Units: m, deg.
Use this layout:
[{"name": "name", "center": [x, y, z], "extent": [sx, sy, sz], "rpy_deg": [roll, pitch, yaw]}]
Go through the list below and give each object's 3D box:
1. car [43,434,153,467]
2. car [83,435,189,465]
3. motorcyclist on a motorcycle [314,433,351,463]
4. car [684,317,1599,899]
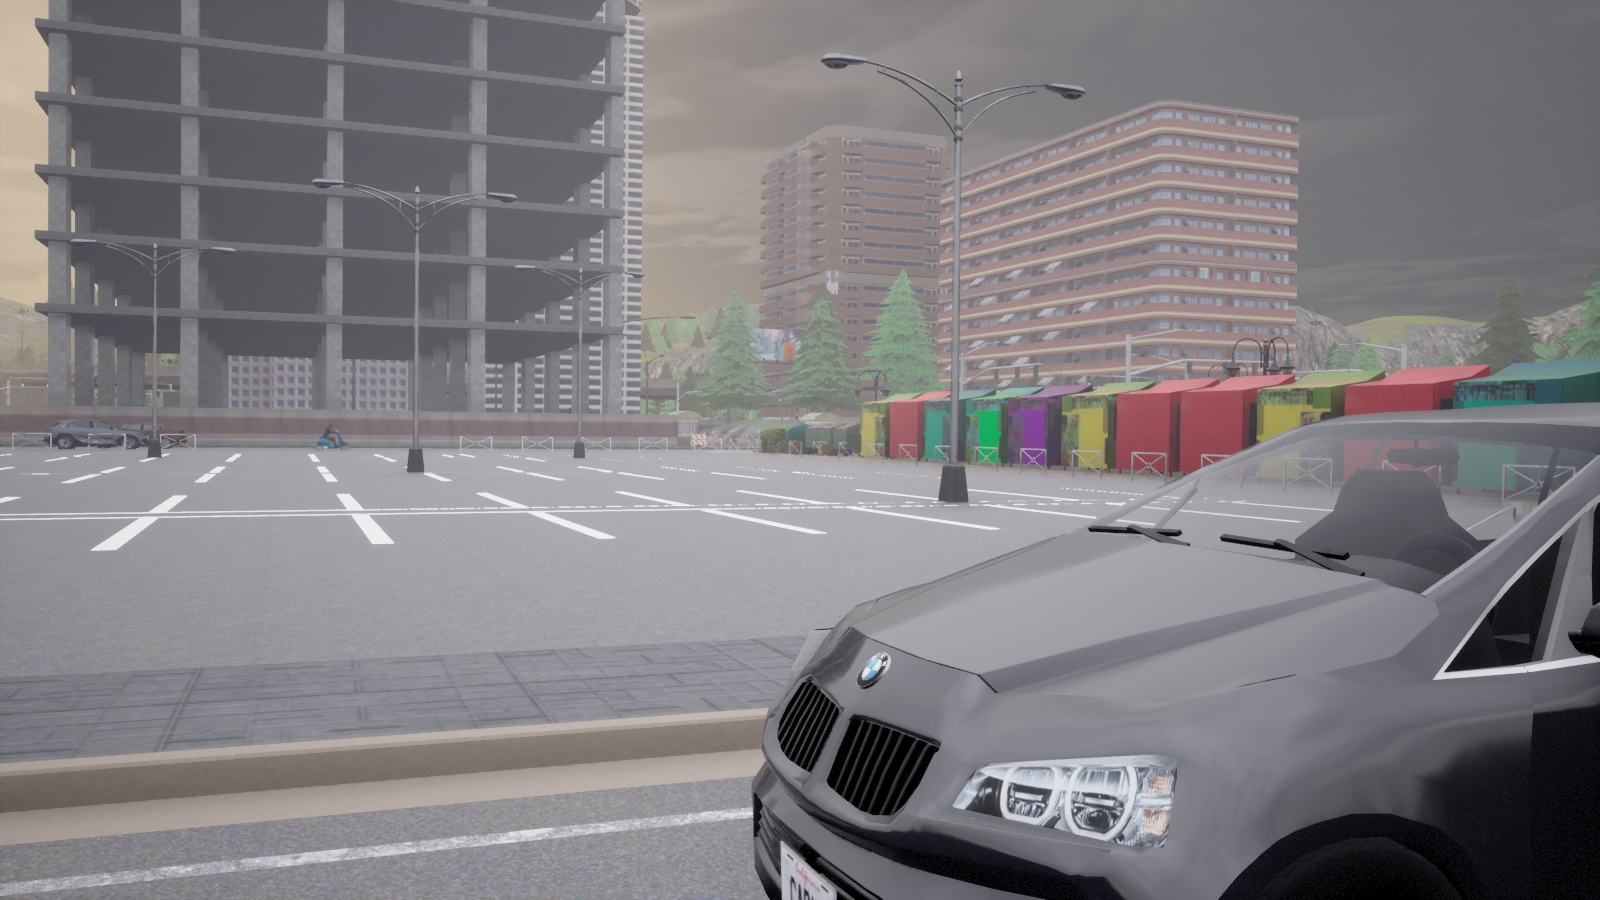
[{"name": "car", "center": [-36.923, -0.005, 66.203], "extent": [4.856, 1.649, 2.033], "rpy_deg": [-1, 1, -23]}, {"name": "car", "center": [-36.933, -0.019, 69.992], "extent": [5.008, 1.535, 1.882], "rpy_deg": [-1, 1, -23]}, {"name": "motorcyclist on a motorcycle", "center": [-25.071, -0.129, 67.359], "extent": [1.817, 1.590, 0.866], "rpy_deg": [-1, 1, -23]}, {"name": "car", "center": [2.168, 0.553, 4.061], "extent": [4.611, 1.667, 2.242], "rpy_deg": [-1, 1, -21]}]
